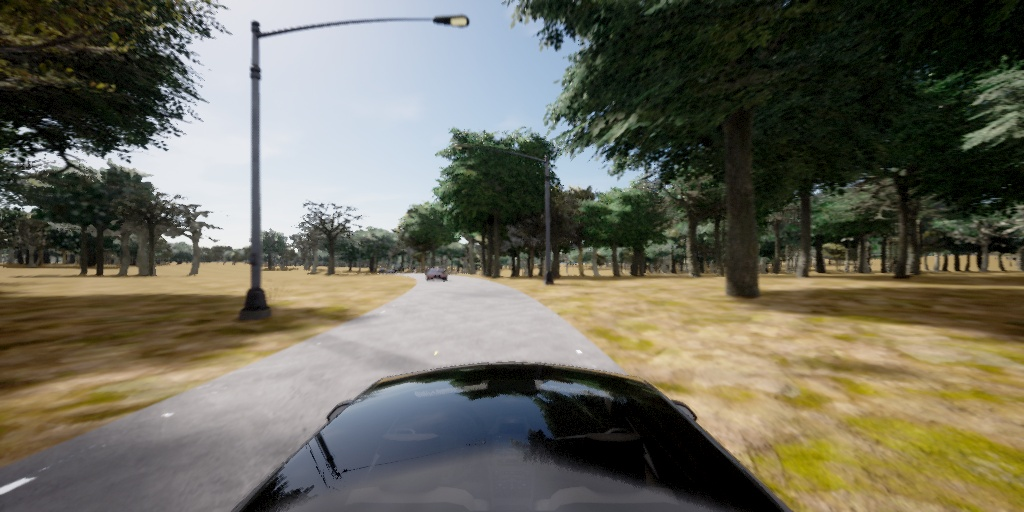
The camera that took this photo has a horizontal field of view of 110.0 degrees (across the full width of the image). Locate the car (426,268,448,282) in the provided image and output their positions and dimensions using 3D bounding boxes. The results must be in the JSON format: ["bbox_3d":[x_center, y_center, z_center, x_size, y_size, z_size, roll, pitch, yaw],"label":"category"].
[{"bbox_3d":[-7.805,1.892,36.958,1.994,1.385,4.181,0,-1,-15],"label":"car"}]
